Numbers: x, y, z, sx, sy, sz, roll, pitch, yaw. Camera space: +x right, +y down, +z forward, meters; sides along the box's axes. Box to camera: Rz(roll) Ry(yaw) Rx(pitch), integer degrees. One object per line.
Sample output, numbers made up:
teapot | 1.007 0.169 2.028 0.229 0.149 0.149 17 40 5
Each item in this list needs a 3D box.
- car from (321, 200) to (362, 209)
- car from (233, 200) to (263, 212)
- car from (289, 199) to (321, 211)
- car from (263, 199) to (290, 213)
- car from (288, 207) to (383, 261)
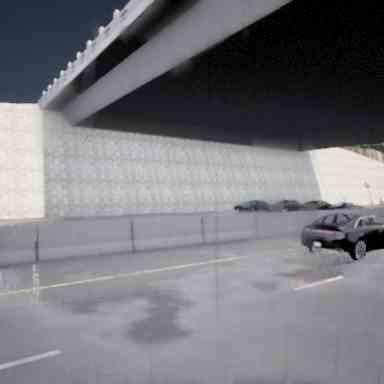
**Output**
car | 14.570 1.643 31.592 4.181 1.385 1.994 0 0 -35
car | 7.425 1.622 39.396 5.357 1.411 2.033 0 0 -36
car | 12.754 1.557 34.597 5.008 1.535 1.882 0 0 -35
car | 10.601 1.584 37.359 4.892 1.490 1.837 0 0 -35
car | 6.124 1.524 12.418 4.902 1.511 2.128 0 0 -36
